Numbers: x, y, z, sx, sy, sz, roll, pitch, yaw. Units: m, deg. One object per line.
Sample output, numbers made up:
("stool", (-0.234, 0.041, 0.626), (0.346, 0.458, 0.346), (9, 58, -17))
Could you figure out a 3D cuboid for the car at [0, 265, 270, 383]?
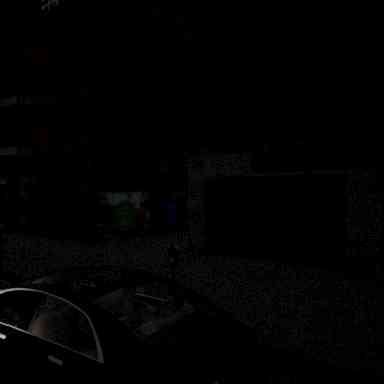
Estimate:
("car", (-1.339, 1.551, 3.803), (4.403, 1.369, 2.008), (0, 0, 36))
